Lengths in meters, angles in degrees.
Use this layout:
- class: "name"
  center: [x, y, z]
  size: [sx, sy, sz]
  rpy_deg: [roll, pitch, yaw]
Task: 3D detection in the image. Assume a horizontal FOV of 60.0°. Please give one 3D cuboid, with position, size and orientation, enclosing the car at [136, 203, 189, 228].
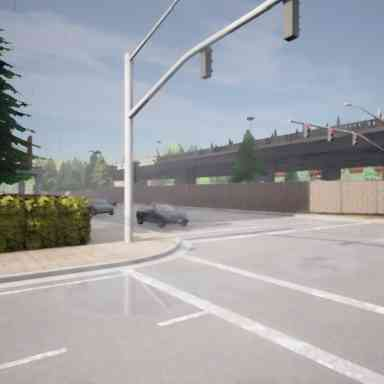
- class: "car"
  center: [-2.079, 1.462, 21.803]
  size: [1.812, 1.442, 4.674]
  rpy_deg: [0, 0, -35]

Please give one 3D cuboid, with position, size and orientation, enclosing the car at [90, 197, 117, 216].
- class: "car"
  center: [-8.912, 1.442, 31.396]
  size: [1.837, 1.490, 4.892]
  rpy_deg: [0, 0, -35]

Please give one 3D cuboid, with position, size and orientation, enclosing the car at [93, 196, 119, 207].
- class: "car"
  center: [-12.811, 1.422, 49.320]
  size: [2.128, 1.511, 4.902]
  rpy_deg: [0, 0, -35]
